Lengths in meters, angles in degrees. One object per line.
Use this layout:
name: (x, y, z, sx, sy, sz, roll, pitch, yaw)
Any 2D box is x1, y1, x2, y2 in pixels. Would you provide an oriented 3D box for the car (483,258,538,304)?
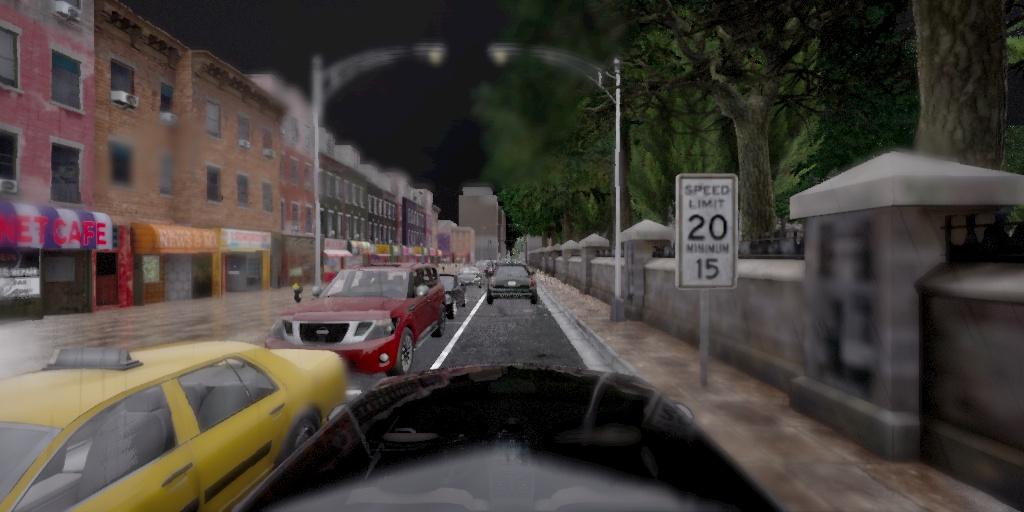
car: (0.000, 1.116, 16.470, 2.097, 1.767, 4.553, 0, 0, 0)

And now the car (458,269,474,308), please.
car: (-2.654, 1.315, 12.718, 1.948, 1.339, 4.313, 0, 0, 0)

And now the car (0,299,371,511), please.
car: (-2.652, 1.274, 2.010, 1.751, 1.417, 4.829, 0, 0, 0)

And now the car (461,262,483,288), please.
car: (-2.651, 1.301, 23.258, 2.007, 1.370, 4.403, 0, 0, 0)

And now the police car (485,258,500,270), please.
police car: (-2.750, 1.181, 52.099, 1.930, 1.638, 5.238, 0, 0, 0)

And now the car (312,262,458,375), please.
car: (-2.656, 1.063, 7.448, 2.192, 1.841, 5.009, 0, 0, 0)
